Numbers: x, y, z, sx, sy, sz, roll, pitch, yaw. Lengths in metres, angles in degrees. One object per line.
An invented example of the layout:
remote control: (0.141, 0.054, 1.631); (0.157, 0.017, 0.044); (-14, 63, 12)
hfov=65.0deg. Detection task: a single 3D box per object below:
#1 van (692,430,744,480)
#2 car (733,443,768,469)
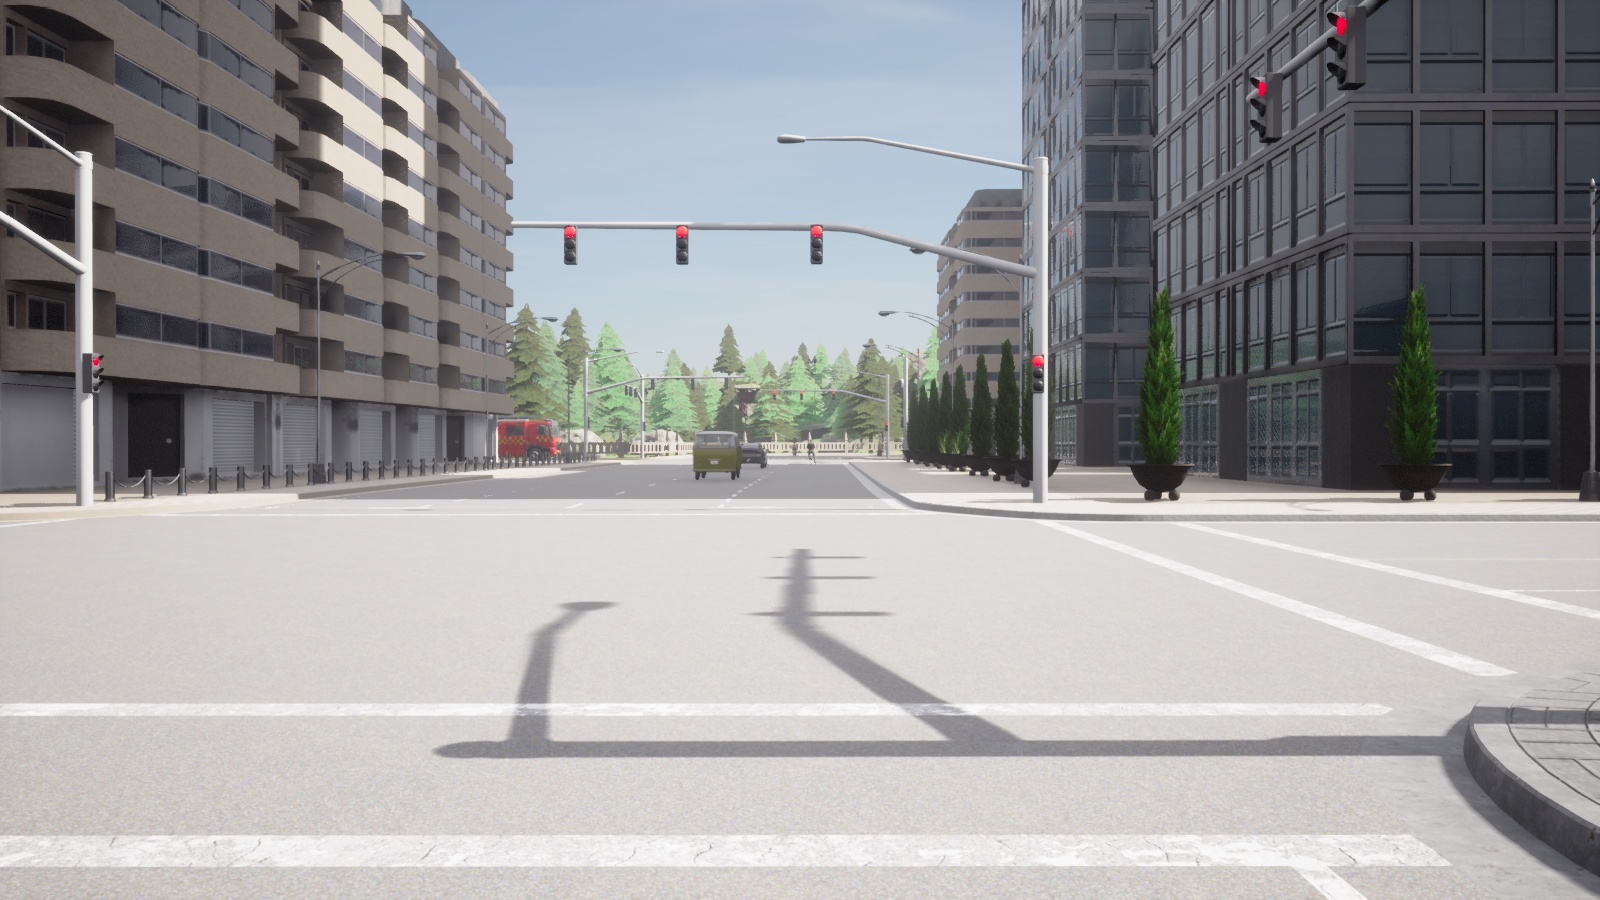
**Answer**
van: (-3.373, 0.202, 52.149); (1.775, 1.987, 4.442); (0, 0, 1)
car: (-2.953, 0.323, 75.378); (1.837, 1.490, 4.892); (0, 0, 1)
